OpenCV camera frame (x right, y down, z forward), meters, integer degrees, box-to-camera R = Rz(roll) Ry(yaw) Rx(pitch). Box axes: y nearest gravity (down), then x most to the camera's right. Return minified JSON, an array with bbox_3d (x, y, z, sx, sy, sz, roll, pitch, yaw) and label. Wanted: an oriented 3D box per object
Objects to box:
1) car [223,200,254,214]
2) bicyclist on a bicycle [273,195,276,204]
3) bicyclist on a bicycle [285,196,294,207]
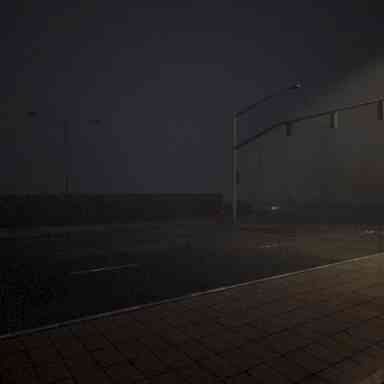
[{"bbox_3d":[4.565,1.525,35.182,1.812,1.442,4.674,0,0,-34],"label":"car"},{"bbox_3d":[13.415,1.300,54.019,0.582,1.620,1.656,0,0,22],"label":"bicyclist on a bicycle"},{"bbox_3d":[14.378,1.453,49.104,1.656,1.620,0.582,0,0,-22],"label":"bicyclist on a bicycle"}]
